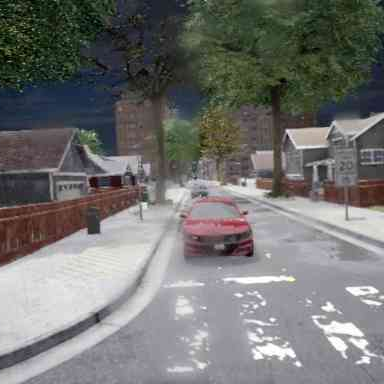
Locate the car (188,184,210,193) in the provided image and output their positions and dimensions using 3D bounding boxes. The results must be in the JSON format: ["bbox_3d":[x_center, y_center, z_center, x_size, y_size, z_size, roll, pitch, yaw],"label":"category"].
[{"bbox_3d":[0.763,-0.062,35.247,1.837,1.490,4.892,-3,2,0],"label":"car"}]

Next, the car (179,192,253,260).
[{"bbox_3d":[0.677,0.970,10.660,1.882,1.535,5.008,-3,2,0],"label":"car"}]
